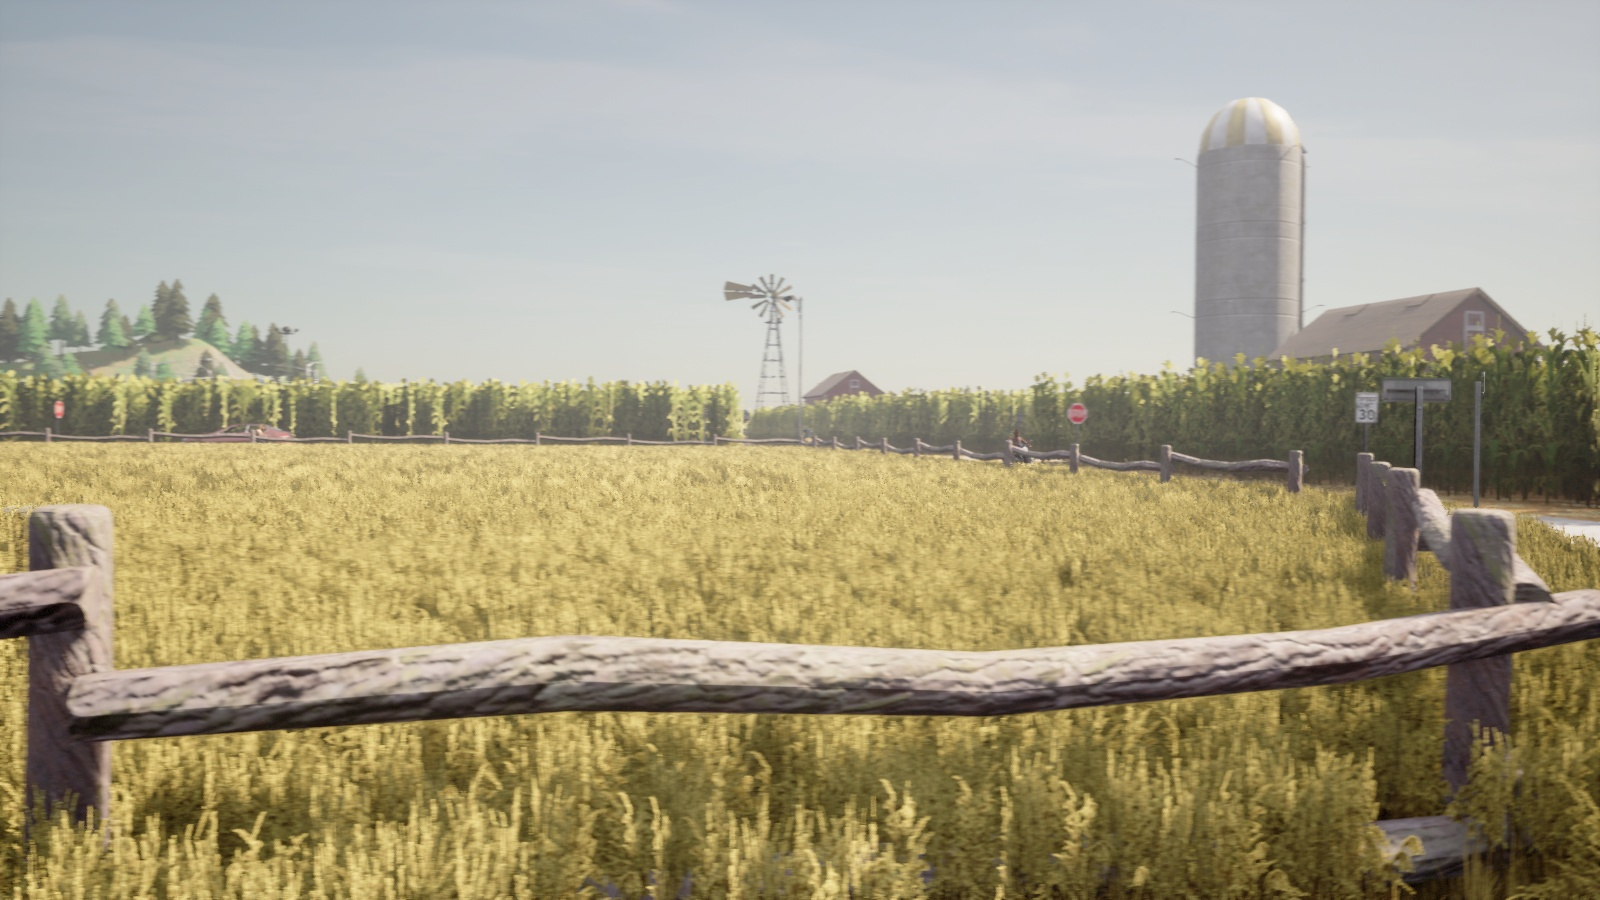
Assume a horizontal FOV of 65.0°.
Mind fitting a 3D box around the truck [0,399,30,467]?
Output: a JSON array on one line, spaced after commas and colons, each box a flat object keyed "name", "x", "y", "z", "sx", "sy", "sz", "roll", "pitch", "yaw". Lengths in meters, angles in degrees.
[{"name": "truck", "x": -46.545, "y": -0.926, "z": 70.431, "sx": 2.891, "sy": 3.827, "sz": 8.468, "roll": -1, "pitch": 1, "yaw": -11}]

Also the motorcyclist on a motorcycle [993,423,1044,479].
[{"name": "motorcyclist on a motorcycle", "x": 6.708, "y": 0.003, "z": 38.657, "sx": 0.766, "sy": 1.649, "sz": 2.350, "roll": -1, "pitch": 2, "yaw": -11}]

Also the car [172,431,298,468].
[{"name": "car", "x": -26.511, "y": -0.033, "z": 59.134, "sx": 5.027, "sy": 1.651, "sz": 2.152, "roll": -1, "pitch": 1, "yaw": -11}]
